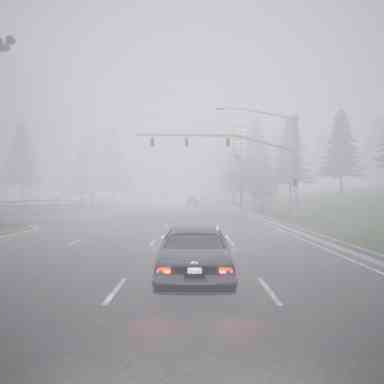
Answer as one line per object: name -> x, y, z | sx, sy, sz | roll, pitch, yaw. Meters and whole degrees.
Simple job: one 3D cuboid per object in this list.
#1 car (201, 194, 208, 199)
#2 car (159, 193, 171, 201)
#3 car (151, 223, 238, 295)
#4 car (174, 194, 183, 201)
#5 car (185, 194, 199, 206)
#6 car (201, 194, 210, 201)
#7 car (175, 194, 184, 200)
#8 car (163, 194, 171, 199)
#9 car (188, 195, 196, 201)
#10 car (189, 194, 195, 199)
car -> 3.519, 1.293, 93.953 | 1.882, 1.535, 5.008 | 0, 0, 0
car -> -6.983, 1.201, 83.565 | 2.150, 2.045, 5.566 | 0, 0, 0
car -> 0.068, 1.546, 8.852 | 2.033, 1.411, 5.357 | 0, 0, 0
car -> -3.483, 1.501, 83.951 | 1.812, 1.442, 4.674 | 0, 0, 0
car -> 0.009, 1.342, 52.891 | 2.097, 1.767, 4.553 | 0, 0, 0
car -> 3.517, 1.476, 83.533 | 1.837, 1.490, 4.892 | 0, 0, 0
car -> -3.481, 1.340, 93.955 | 2.128, 1.511, 4.902 | 0, 0, 0
car -> -6.981, 1.368, 93.955 | 1.994, 1.385, 4.181 | 0, 0, 0
car -> 0.017, 1.516, 83.534 | 2.033, 1.411, 5.357 | 0, 0, 0
car -> 0.019, 1.293, 93.954 | 1.882, 1.535, 5.008 | 0, 0, 0
